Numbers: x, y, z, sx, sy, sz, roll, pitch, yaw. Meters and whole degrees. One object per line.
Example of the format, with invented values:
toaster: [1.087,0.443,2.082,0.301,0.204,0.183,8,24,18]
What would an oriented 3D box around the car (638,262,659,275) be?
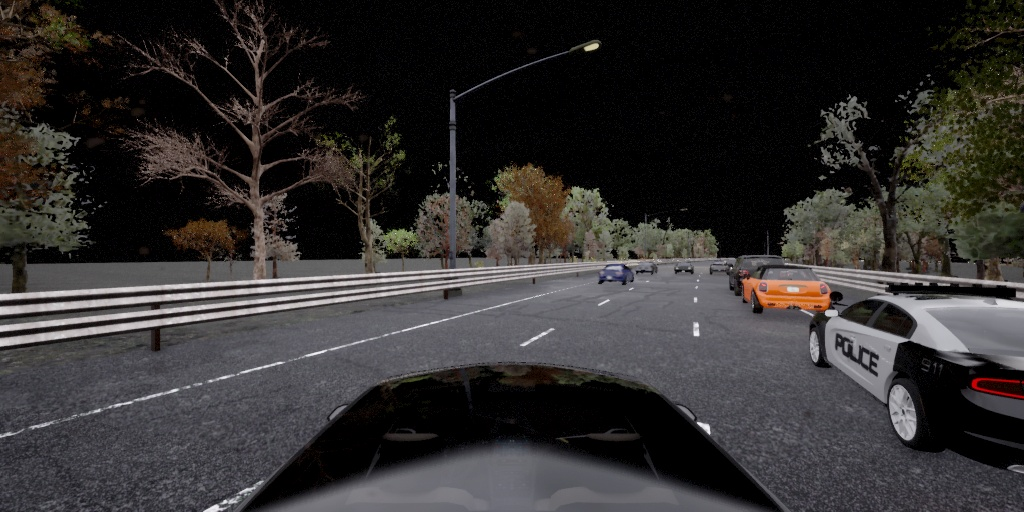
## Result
car: [14.857,1.313,39.361,2.033,1.411,5.357,0,0,29]

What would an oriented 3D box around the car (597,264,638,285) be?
car: [7.590,1.281,25.937,1.812,1.442,4.674,0,0,28]

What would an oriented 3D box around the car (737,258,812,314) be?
car: [10.025,1.102,13.443,2.097,1.767,4.553,0,0,27]

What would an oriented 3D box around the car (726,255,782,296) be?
car: [12.774,0.978,18.758,2.150,2.045,5.566,0,0,28]

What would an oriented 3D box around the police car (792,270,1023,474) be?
police car: [5.640,1.175,4.751,1.930,1.638,5.238,0,0,26]

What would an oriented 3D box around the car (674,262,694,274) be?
car: [19.564,1.370,40.619,1.895,1.301,4.718,0,0,29]

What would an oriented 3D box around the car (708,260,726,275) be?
car: [22.697,1.262,39.217,2.128,1.511,4.902,0,0,30]
